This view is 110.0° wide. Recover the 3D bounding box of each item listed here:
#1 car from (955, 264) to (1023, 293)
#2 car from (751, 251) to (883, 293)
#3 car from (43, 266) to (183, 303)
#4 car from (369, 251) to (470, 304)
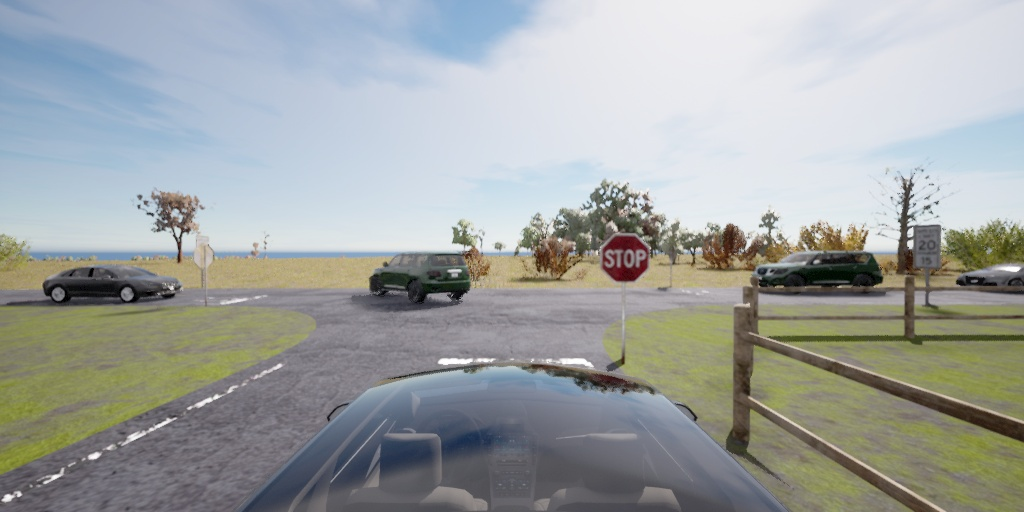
[{"bbox_3d":[25.410,1.087,18.144,4.181,1.385,1.994,0,1,0],"label":"car"},{"bbox_3d":[15.369,0.764,18.217,5.566,2.045,2.150,0,1,0],"label":"car"},{"bbox_3d":[-17.113,1.161,15.507,4.892,1.490,1.837,0,1,1],"label":"car"},{"bbox_3d":[-4.176,0.836,15.829,5.566,2.045,2.150,0,-1,44],"label":"car"}]
